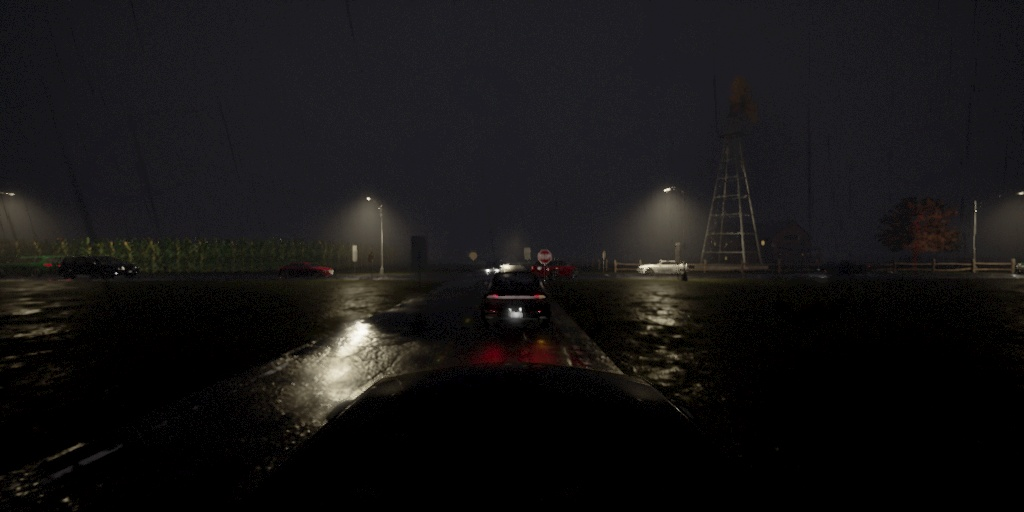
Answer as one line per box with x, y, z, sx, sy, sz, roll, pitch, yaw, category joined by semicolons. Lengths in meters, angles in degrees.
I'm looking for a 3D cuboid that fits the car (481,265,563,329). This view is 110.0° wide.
0.113;1.219;11.195;2.128;1.511;4.902;0;0;0;car

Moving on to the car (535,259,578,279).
3.575;1.042;29.419;2.097;1.767;4.553;1;1;41;car

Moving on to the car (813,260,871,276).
30.990;1.100;33.772;4.181;1.385;1.994;0;1;2;car

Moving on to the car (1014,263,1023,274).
49.452;0.885;32.830;4.553;1.767;2.097;0;1;3;car

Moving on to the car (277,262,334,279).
-18.389;1.277;32.001;4.674;1.442;1.812;0;1;0;car

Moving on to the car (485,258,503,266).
-2.752;1.174;51.281;1.994;1.385;4.181;0;0;0;car

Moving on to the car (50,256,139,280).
-36.884;1.041;32.029;5.566;2.045;2.150;0;1;0;car

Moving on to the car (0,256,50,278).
-46.591;1.033;34.839;5.566;2.045;2.150;0;1;-1;car

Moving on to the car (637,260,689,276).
14.455;1.116;34.351;4.674;1.442;1.812;0;1;2;car
